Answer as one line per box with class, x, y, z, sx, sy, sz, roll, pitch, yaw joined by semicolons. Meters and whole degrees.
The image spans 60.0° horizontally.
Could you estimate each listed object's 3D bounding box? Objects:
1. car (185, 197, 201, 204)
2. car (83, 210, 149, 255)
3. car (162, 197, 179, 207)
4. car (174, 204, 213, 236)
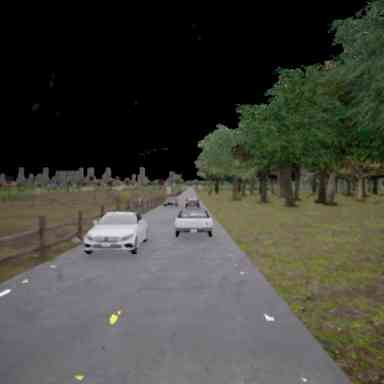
car;0.061;1.338;43.829;1.812;1.442;4.674;0;1;0
car;-2.838;1.487;13.334;1.812;1.442;4.674;0;0;0
car;-2.870;1.365;45.451;1.994;1.385;4.181;0;0;0
car;0.085;1.548;17.967;1.895;1.301;4.718;0;0;0
